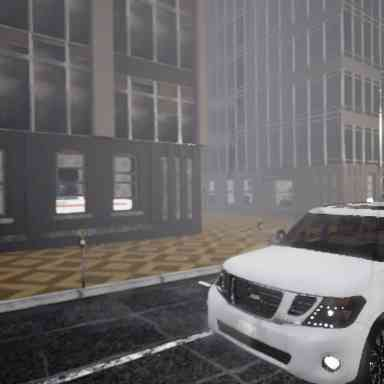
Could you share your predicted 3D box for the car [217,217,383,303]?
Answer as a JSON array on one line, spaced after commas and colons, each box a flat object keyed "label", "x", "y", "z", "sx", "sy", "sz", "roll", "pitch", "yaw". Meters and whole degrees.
[{"label": "car", "x": 3.087, "y": 1.514, "z": 8.777, "sx": 4.829, "sy": 1.417, "sz": 1.752, "roll": 0, "pitch": -1, "yaw": -36}]

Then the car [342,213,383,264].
[{"label": "car", "x": 7.592, "y": 1.506, "z": 11.991, "sx": 4.829, "sy": 1.417, "sz": 1.752, "roll": 0, "pitch": -1, "yaw": -35}]

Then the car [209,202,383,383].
[{"label": "car", "x": 2.884, "y": 1.213, "z": 5.439, "sx": 5.566, "sy": 2.045, "sz": 2.150, "roll": 0, "pitch": 0, "yaw": -36}]
